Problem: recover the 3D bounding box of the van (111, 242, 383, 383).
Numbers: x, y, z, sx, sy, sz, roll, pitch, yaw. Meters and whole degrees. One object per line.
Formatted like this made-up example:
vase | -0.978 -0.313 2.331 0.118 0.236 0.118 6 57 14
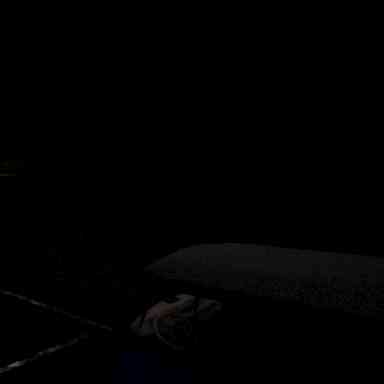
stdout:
van | 1.217 1.342 2.091 3.998 1.788 1.690 0 0 35
